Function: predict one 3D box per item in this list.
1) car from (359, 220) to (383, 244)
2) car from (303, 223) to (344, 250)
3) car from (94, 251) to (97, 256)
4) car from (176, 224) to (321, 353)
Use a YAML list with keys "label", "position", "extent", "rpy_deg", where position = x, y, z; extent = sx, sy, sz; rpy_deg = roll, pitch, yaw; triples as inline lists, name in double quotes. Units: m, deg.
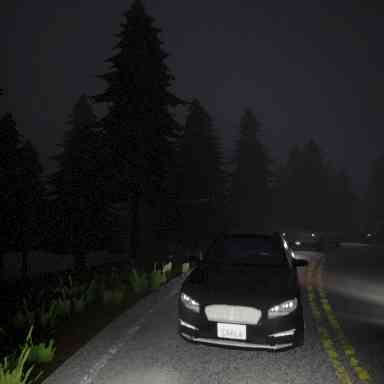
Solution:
- label: "car"
  position: [15.806, 3.222, 26.442]
  extent: [5.566, 2.045, 2.150]
  rpy_deg: [8, -8, -28]
- label: "car"
  position: [6.482, 2.307, 17.671]
  extent: [1.895, 1.301, 4.718]
  rpy_deg: [-3, -6, 39]
- label: "car"
  position: [-20.284, 13.654, 72.956]
  extent: [4.181, 1.381, 1.994]
  rpy_deg: [-2, -5, 31]
- label: "car"
  position: [1.131, 1.562, 6.594]
  extent: [2.128, 1.511, 4.902]
  rpy_deg: [-1, -2, 15]
